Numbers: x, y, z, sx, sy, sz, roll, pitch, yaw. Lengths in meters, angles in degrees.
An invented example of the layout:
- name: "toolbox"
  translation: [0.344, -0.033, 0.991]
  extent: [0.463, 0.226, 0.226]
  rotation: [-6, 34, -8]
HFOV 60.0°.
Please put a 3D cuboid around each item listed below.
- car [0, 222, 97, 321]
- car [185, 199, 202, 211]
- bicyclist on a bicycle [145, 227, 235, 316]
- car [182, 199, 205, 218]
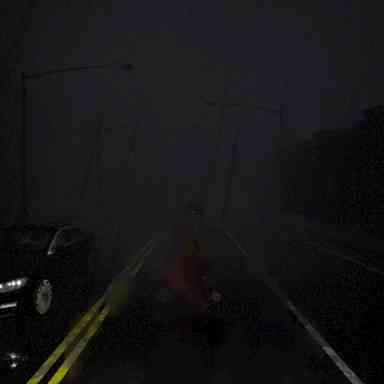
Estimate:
- name: "car"
  translation: [-3.579, 1.491, 7.511]
  extent: [2.128, 1.511, 4.902]
  rotation: [0, 0, 0]
- name: "car"
  translation: [0.154, 1.564, 41.034]
  extent: [1.994, 1.385, 4.181]
  rotation: [0, 0, 0]
- name: "bicyclist on a bicycle"
  translation: [-0.054, 1.455, 6.023]
  extent: [1.656, 1.620, 0.582]
  rotation: [-2, 0, 0]
- name: "car"
  translation: [0.147, 1.491, 30.368]
  extent: [2.128, 1.511, 4.902]
  rotation: [0, 0, 0]
